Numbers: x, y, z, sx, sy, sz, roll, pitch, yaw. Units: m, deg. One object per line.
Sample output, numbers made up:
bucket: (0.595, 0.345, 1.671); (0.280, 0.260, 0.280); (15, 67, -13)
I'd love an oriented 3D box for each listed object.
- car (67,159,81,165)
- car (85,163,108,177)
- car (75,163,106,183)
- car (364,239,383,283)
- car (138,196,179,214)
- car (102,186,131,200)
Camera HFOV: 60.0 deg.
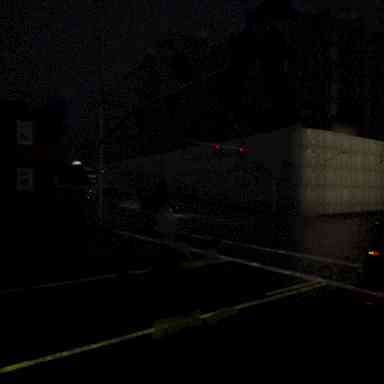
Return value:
car: (-23.479, -5.793, 66.547); (1.812, 1.442, 4.674); (0, 5, -36)
car: (-16.304, -3.707, 56.705); (2.128, 1.511, 4.902); (0, 12, -36)
car: (-15.023, -2.408, 48.584); (2.150, 2.045, 5.566); (0, 12, -35)
car: (6.171, 1.606, 8.911); (1.994, 1.385, 4.181); (0, 0, 43)
car: (-3.411, 1.172, 32.371); (2.033, 1.411, 5.357); (0, 5, -36)
car: (-9.170, -0.010, 40.410); (1.895, 1.301, 4.718); (0, 9, -36)
